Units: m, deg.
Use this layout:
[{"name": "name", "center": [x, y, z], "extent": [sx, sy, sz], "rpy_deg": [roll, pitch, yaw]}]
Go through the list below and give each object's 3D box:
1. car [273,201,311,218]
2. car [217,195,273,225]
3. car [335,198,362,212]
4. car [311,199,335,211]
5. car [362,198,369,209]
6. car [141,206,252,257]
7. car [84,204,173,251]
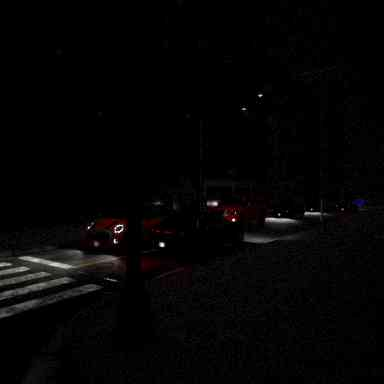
[{"name": "car", "center": [8.964, 1.538, 30.591], "extent": [2.033, 1.411, 5.357], "rpy_deg": [0, 0, 35]}, {"name": "car", "center": [3.139, 1.213, 22.156], "extent": [2.150, 2.045, 5.566], "rpy_deg": [0, 0, 35]}, {"name": "car", "center": [17.831, 1.605, 38.348], "extent": [1.895, 1.301, 4.718], "rpy_deg": [0, 0, 35]}, {"name": "car", "center": [14.733, 1.538, 38.882], "extent": [2.033, 1.411, 5.357], "rpy_deg": [0, 0, 35]}, {"name": "car", "center": [23.574, 1.536, 46.750], "extent": [1.812, 1.442, 4.674], "rpy_deg": [0, 0, 35]}, {"name": "car", "center": [0.373, 1.510, 13.129], "extent": [1.837, 1.490, 4.892], "rpy_deg": [0, 0, 35]}, {"name": "car", "center": [-2.306, 1.345, 14.213], "extent": [2.097, 1.767, 4.553], "rpy_deg": [0, 0, 34]}]
